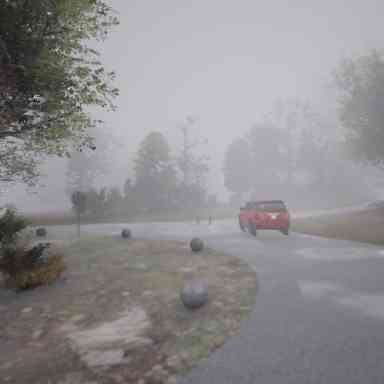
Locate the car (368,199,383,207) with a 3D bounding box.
[{"bbox_3d":[33.711,1.970,60.740,1.895,1.301,4.718,-2,0,40],"label":"car"}]

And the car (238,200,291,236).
[{"bbox_3d":[4.325,1.497,20.599,2.150,2.045,5.566,-1,-1,-2],"label":"car"}]
